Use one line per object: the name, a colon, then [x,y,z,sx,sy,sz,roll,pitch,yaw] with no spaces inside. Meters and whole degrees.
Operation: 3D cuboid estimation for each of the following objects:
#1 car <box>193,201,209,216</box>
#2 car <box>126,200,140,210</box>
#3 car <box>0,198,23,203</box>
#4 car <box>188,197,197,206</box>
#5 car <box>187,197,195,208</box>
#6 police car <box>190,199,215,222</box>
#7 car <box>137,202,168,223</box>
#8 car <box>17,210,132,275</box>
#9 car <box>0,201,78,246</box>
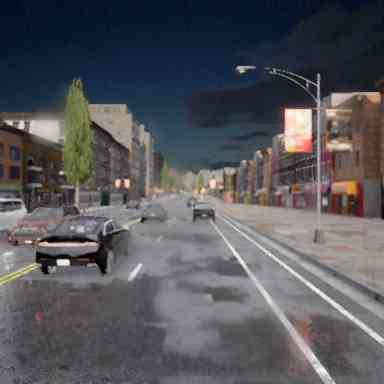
car: [0.995,1.898,39.151,1.837,1.490,4.892,0,-1,0]
car: [-9.777,2.159,55.618,1.837,1.490,4.892,0,-1,1]
car: [-9.841,1.315,15.689,2.150,2.045,5.566,0,-1,0]
car: [0.043,2.271,81.227,2.150,2.045,5.566,0,-1,0]
car: [0.034,2.162,63.936,2.097,1.767,4.553,0,-1,0]
police car: [0.990,1.689,29.262,1.930,1.638,5.238,0,-1,0]
car: [-3.136,1.818,28.481,1.994,1.385,4.181,0,-1,0]
car: [-3.149,1.535,10.576,2.128,1.511,4.902,0,0,0]
car: [-6.590,1.445,15.643,2.097,1.767,4.553,0,-1,0]
